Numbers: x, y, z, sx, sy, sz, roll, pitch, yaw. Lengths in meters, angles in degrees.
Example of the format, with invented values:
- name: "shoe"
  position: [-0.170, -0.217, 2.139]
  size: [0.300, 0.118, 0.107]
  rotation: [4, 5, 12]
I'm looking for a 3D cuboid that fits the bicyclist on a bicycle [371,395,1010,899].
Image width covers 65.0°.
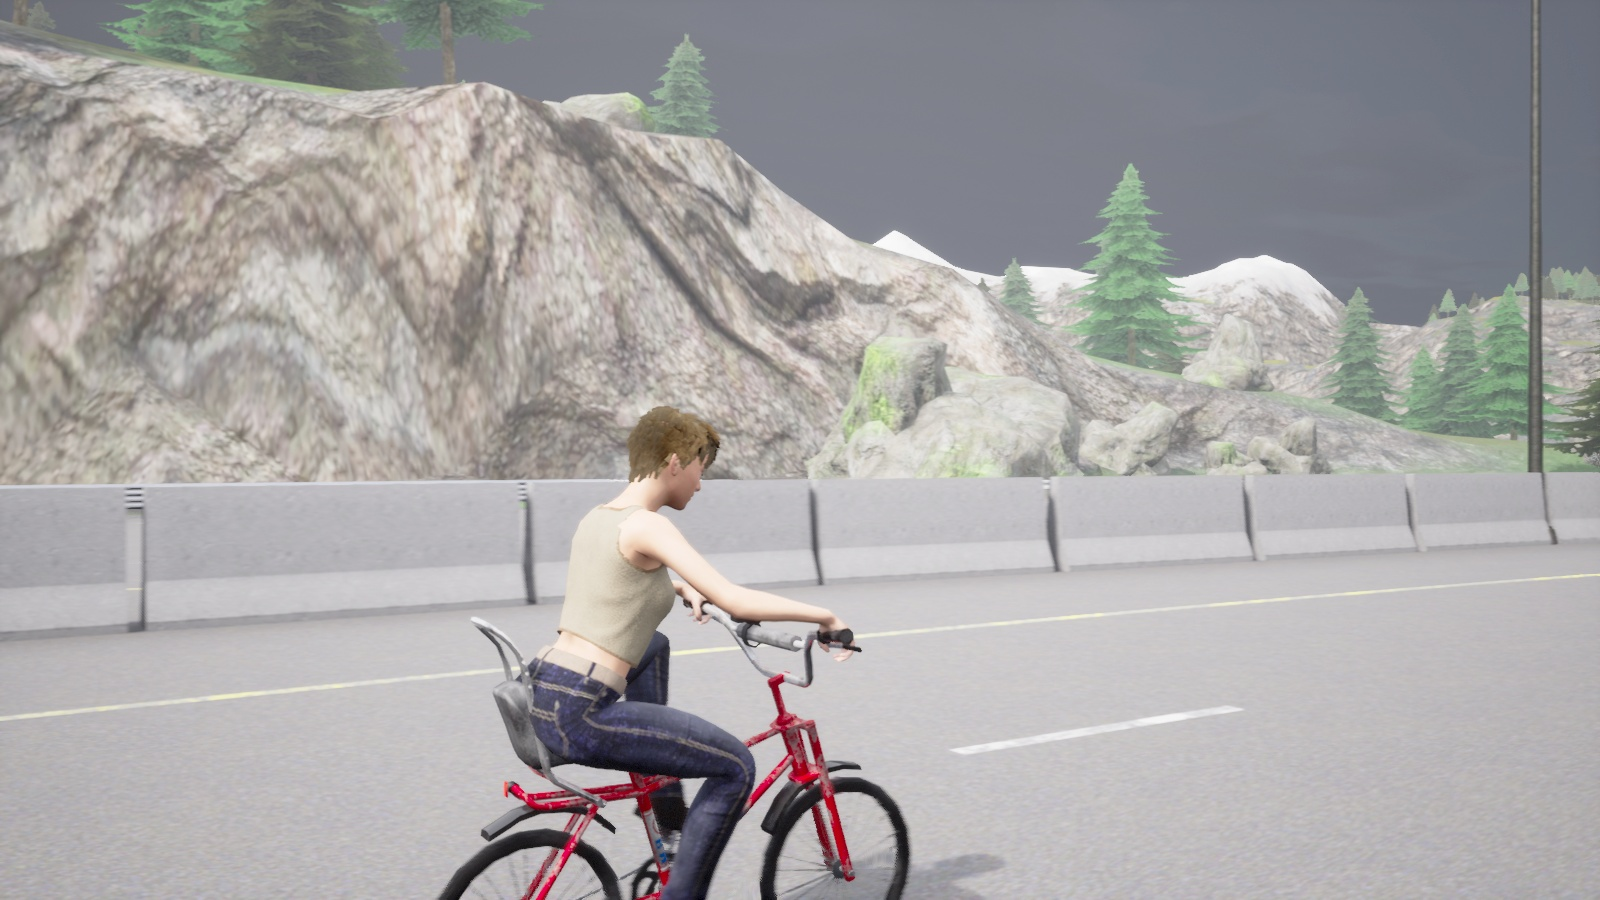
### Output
- name: "bicyclist on a bicycle"
  position: [-0.285, 0.690, 3.433]
  size: [1.509, 1.612, 0.866]
  rotation: [0, 0, -33]
